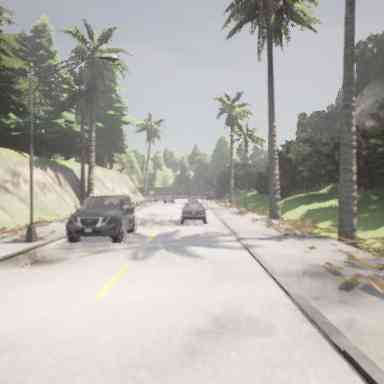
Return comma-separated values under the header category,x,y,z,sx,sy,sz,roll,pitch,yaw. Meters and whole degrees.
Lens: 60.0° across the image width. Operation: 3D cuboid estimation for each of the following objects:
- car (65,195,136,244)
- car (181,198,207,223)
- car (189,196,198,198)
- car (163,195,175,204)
category,x,y,z,sx,sy,sz,roll,pitch,yaw
car,-4.080,1.158,15.904,2.150,2.045,5.566,0,0,0
car,0.125,1.449,24.565,2.033,1.411,5.357,0,0,0
car,0.183,1.369,58.352,1.895,1.301,4.718,0,0,0
car,-3.946,1.261,57.509,2.128,1.511,4.902,0,0,1
